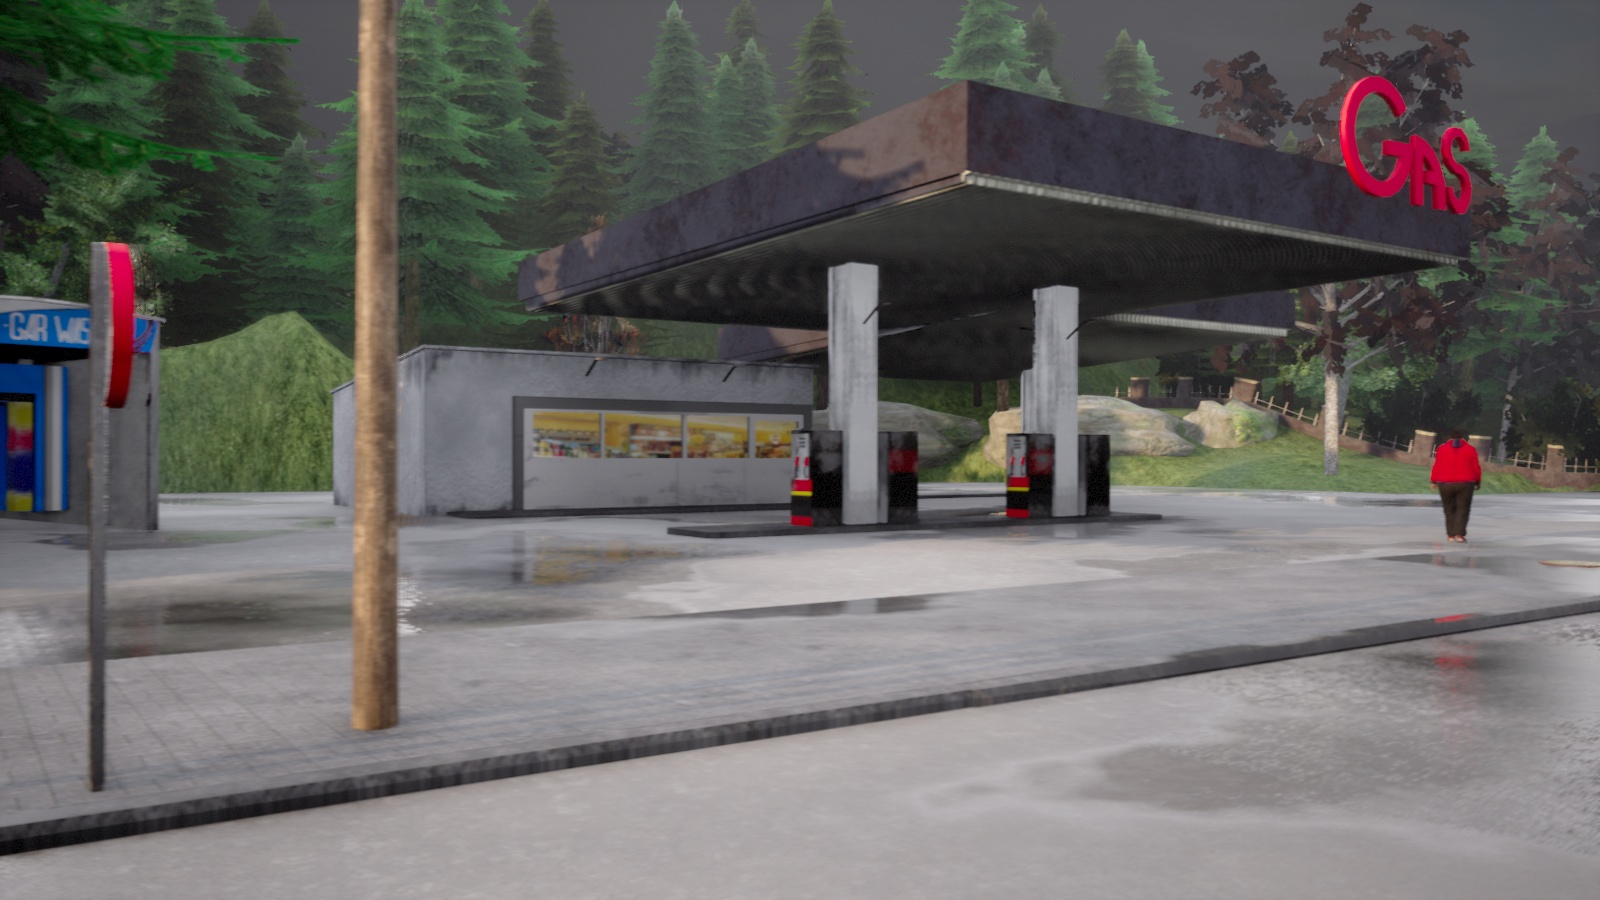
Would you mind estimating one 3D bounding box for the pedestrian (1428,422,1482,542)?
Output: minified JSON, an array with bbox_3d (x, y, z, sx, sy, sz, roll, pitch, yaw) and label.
[{"bbox_3d":[10.380,0.493,19.892,0.634,1.844,0.899,0,0,35],"label":"pedestrian"}]
